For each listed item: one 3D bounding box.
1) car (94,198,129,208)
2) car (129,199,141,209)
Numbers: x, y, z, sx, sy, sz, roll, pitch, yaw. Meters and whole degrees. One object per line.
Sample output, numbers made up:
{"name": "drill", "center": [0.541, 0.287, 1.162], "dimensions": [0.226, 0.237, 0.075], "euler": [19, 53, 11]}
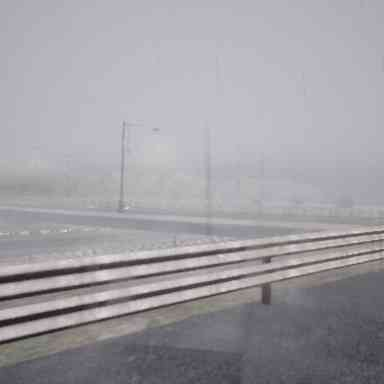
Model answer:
{"name": "car", "center": [-12.186, 1.713, 48.675], "dimensions": [4.902, 1.511, 2.128], "euler": [1, -1, 30]}
{"name": "car", "center": [-10.163, 1.822, 51.549], "dimensions": [5.008, 1.535, 1.882], "euler": [1, -2, 30]}
